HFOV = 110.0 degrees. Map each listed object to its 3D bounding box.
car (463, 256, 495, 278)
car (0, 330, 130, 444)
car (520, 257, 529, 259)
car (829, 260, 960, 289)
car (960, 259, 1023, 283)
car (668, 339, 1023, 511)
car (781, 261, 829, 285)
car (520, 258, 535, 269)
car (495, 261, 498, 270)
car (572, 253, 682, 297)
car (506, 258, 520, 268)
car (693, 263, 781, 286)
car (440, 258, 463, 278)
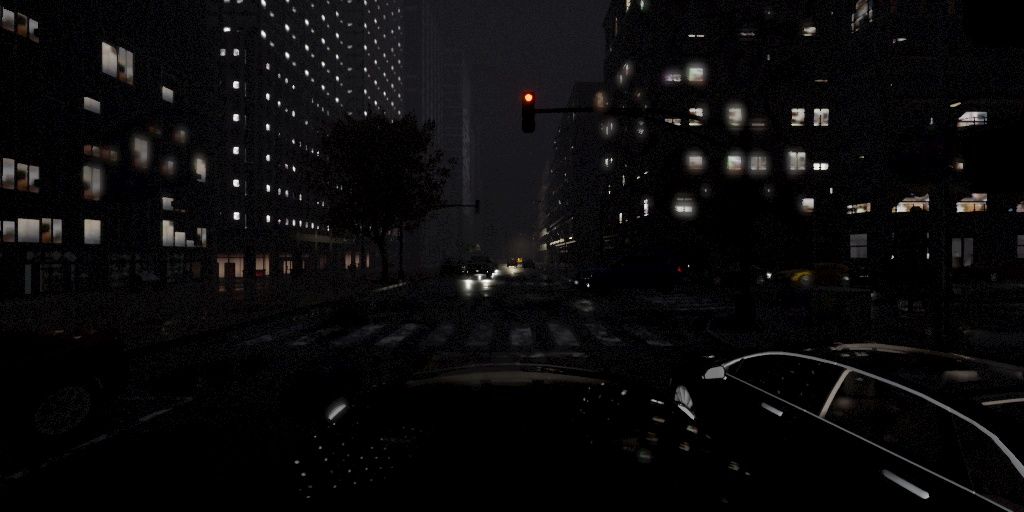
[{"bbox_3d":[-3.084,0.986,34.609,2.150,2.045,5.566,0,0,0],"label":"car"},{"bbox_3d":[-5.692,1.295,2.597,1.888,1.381,4.507,0,0,0],"label":"car"},{"bbox_3d":[2.719,1.316,62.763,1.751,1.417,4.829,0,0,0],"label":"car"},{"bbox_3d":[20.612,0.950,19.481,4.892,1.490,1.837,-1,0,0],"label":"car"},{"bbox_3d":[30.146,0.859,22.164,4.507,1.381,1.888,0,0,-1],"label":"car"},{"bbox_3d":[2.689,1.300,2.592,2.007,1.370,4.403,0,0,0],"label":"car"},{"bbox_3d":[18.841,0.993,22.055,4.829,1.417,1.751,0,0,-1],"label":"car"},{"bbox_3d":[2.717,1.350,57.071,1.948,1.339,4.313,0,0,0],"label":"car"},{"bbox_3d":[-3.080,1.298,44.491,1.812,1.442,4.674,0,0,0],"label":"car"},{"bbox_3d":[5.949,0.916,18.593,5.566,2.045,2.150,-2,0,-11],"label":"car"},{"bbox_3d":[0.029,1.285,64.303,2.128,1.511,4.902,0,0,0],"label":"car"},{"bbox_3d":[13.444,1.095,22.003,4.403,1.370,2.007,0,0,-1],"label":"car"},{"bbox_3d":[-5.676,1.079,34.984,2.192,1.841,5.009,0,0,0],"label":"car"}]
